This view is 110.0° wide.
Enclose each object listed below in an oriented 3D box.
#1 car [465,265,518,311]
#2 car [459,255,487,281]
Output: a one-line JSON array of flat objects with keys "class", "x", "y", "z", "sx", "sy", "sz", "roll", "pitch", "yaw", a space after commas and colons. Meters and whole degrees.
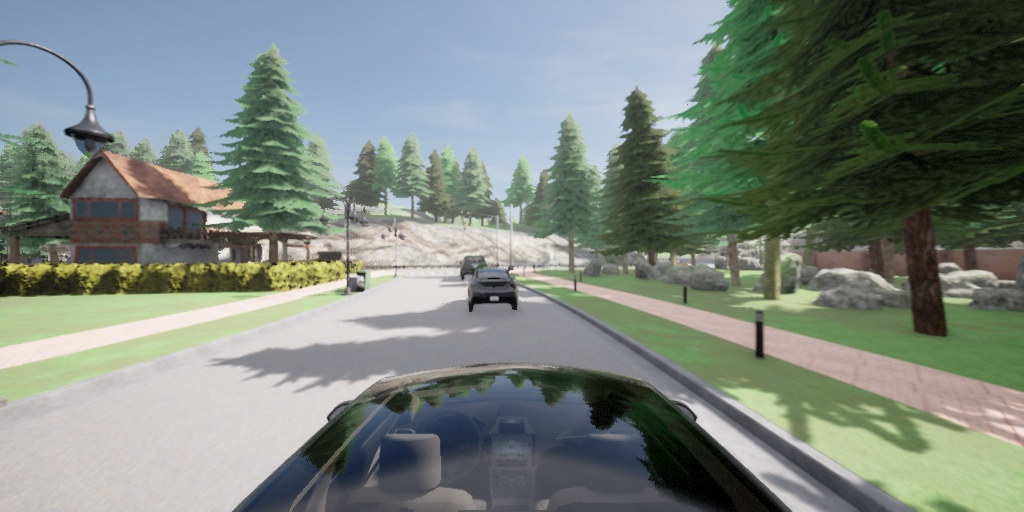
[{"class": "car", "x": -0.864, "y": 1.260, "z": 14.679, "sx": 1.837, "sy": 1.490, "sz": 4.892, "roll": 0, "pitch": -1, "yaw": -6}, {"class": "car", "x": -3.341, "y": 0.987, "z": 31.101, "sx": 2.150, "sy": 2.045, "sz": 5.566, "roll": 0, "pitch": -1, "yaw": -9}]
